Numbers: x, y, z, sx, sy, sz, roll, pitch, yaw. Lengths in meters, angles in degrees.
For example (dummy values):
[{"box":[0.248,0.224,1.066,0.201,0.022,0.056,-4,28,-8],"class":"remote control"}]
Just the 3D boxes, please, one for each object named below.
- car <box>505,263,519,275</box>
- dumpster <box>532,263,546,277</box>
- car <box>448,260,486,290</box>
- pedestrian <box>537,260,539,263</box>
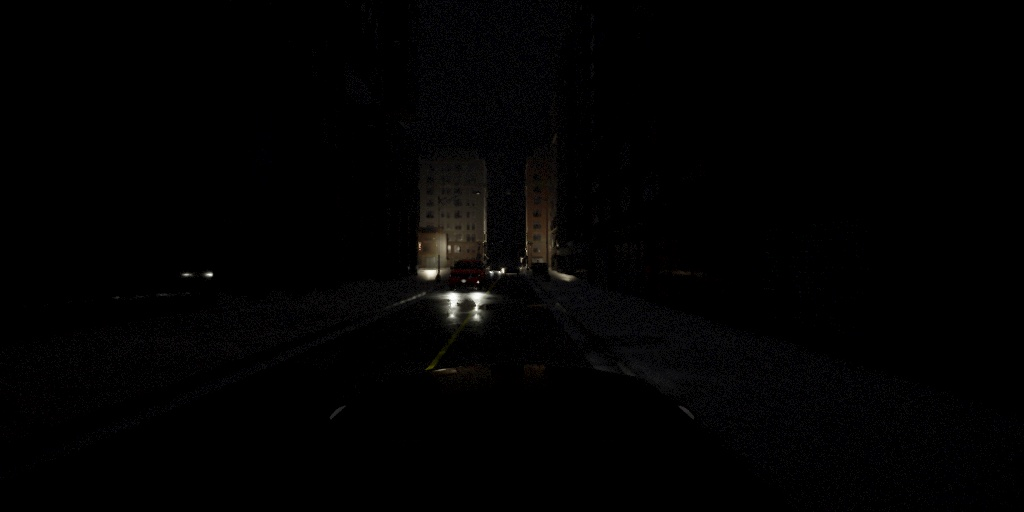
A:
[{"box":[0.008,1.942,51.642,1.994,1.385,4.181,0,-1,0],"class":"car"},{"box":[3.139,1.664,42.039,1.020,1.700,1.940,0,0,0],"class":"dumpster"},{"box":[-3.099,1.275,25.809,2.150,2.045,5.566,0,-1,0],"class":"car"},{"box":[3.139,1.429,43.423,0.375,1.860,0.375,0,-1,-10],"class":"pedestrian"}]
